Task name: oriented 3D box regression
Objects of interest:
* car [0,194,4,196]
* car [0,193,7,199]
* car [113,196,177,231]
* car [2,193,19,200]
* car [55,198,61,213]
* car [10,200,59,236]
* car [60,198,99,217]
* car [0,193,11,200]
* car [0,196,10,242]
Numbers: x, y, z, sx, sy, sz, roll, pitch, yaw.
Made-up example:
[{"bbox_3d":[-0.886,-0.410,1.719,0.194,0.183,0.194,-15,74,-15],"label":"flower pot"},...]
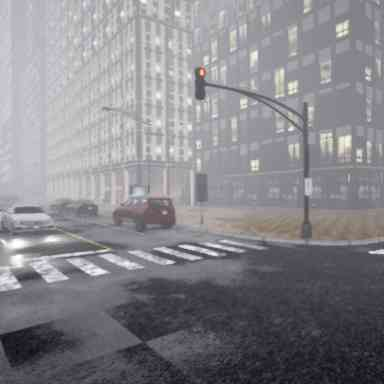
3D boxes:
[{"bbox_3d":[-21.157,1.205,34.665,1.812,1.442,4.674,0,1,-36],"label":"car"},{"bbox_3d":[-42.008,0.849,73.140,1.887,1.381,4.507,1,0,-36],"label":"car"},{"bbox_3d":[-2.827,1.146,19.312,2.192,1.841,5.009,1,0,-36],"label":"car"},{"bbox_3d":[-32.213,0.984,59.683,1.887,1.381,4.507,1,0,-36],"label":"car"},{"bbox_3d":[-12.625,1.270,32.769,1.947,1.339,4.313,1,0,-36],"label":"car"},{"bbox_3d":[-8.715,1.368,17.566,1.812,1.442,4.674,0,1,-36],"label":"car"},{"bbox_3d":[-9.360,1.313,28.283,1.947,1.339,4.313,1,0,-36],"label":"car"},{"bbox_3d":[-38.742,0.894,68.654,1.887,1.381,4.507,1,0,-36],"label":"car"},{"bbox_3d":[-9.566,1.185,14.332,2.192,1.841,5.009,1,0,-36],"label":"car"}]
